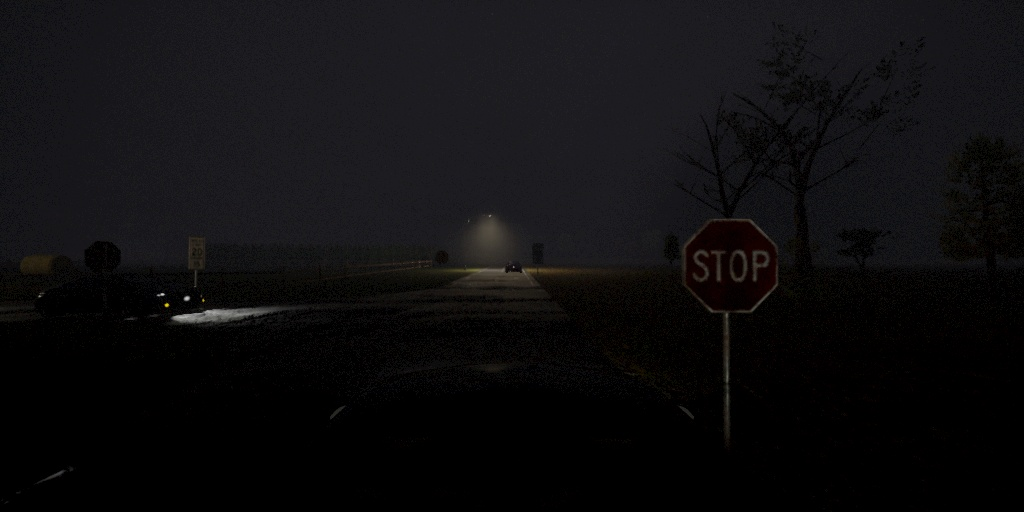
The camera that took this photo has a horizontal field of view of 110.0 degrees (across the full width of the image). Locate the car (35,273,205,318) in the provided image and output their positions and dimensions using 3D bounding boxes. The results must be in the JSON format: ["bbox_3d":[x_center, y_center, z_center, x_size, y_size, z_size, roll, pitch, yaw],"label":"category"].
[{"bbox_3d":[-13.162,1.281,12.238,4.181,1.385,1.994,0,-1,-2],"label":"car"}]

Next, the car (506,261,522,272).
[{"bbox_3d":[0.203,1.299,44.648,1.994,1.385,4.181,0,0,0],"label":"car"}]
